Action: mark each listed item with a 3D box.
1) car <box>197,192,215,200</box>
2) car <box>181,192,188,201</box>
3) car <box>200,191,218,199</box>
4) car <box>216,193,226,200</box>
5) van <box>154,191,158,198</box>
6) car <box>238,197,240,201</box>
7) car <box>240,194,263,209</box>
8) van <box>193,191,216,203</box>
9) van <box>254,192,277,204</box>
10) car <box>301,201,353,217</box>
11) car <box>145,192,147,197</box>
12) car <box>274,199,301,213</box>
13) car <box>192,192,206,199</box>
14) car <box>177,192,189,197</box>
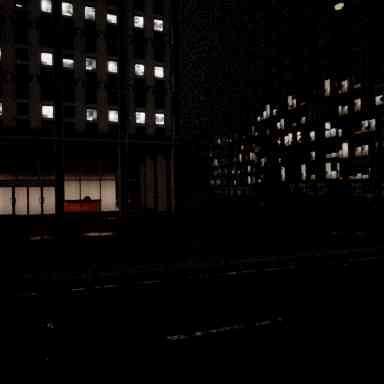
[{"bbox_3d":[2.864,0.879,69.858,1.882,1.535,5.008,-1,1,-21],"label":"car"},{"bbox_3d":[-2.088,1.056,66.627,2.008,1.369,4.403,0,1,-21],"label":"car"},{"bbox_3d":[3.689,0.634,74.938,2.192,1.841,5.009,0,1,-21],"label":"car"},{"bbox_3d":[5.733,0.954,69.637,1.802,1.307,4.206,0,1,-21],"label":"car"},{"bbox_3d":[-8.215,0.687,82.537,1.690,1.788,3.998,0,1,-21],"label":"van"},{"bbox_3d":[9.817,1.060,59.029,1.802,1.307,4.206,0,1,-21],"label":"car"},{"bbox_3d":[8.072,1.332,40.090,1.947,1.339,4.313,0,1,-21],"label":"car"},{"bbox_3d":[1.996,0.952,56.017,1.690,1.788,3.998,0,1,-21],"label":"van"},{"bbox_3d":[11.858,0.871,53.722,1.690,1.788,3.998,0,1,-21],"label":"van"},{"bbox_3d":[12.086,1.434,29.453,1.947,1.339,4.313,0,1,-21],"label":"car"},{"bbox_3d":[-10.257,0.733,87.841,1.967,1.590,4.097,0,1,-21],"label":"car"},{"bbox_3d":[10.060,1.399,34.765,1.802,1.307,4.206,0,1,-21],"label":"car"},{"bbox_3d":[1.647,0.706,80.243,1.967,1.590,4.097,0,1,-21],"label":"car"},{"bbox_3d":[-2.436,0.710,90.852,2.008,1.369,4.403,0,1,-21],"label":"car"}]
